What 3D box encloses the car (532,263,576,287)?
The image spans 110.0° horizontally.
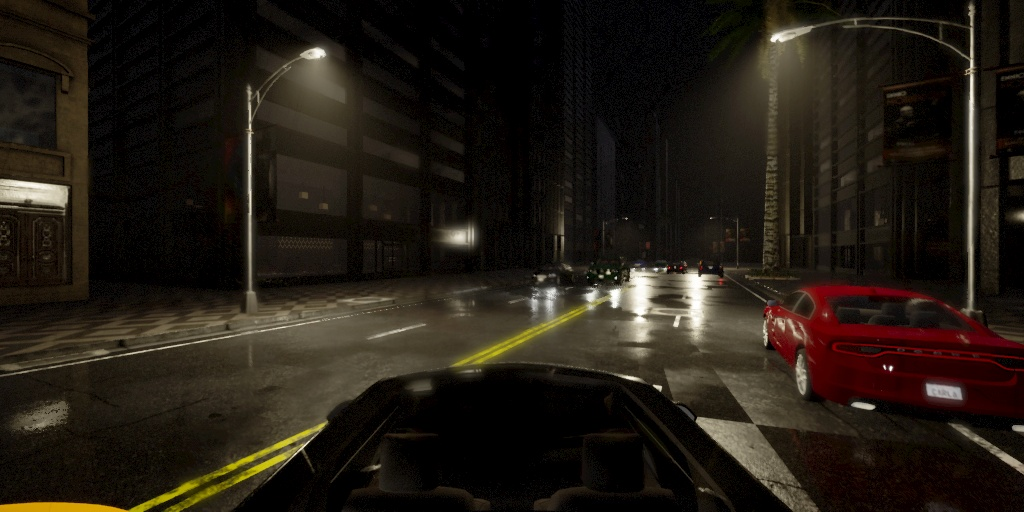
[{"bbox_3d":[2.980,1.246,24.928,2.128,1.511,4.902,0,0,27],"label":"car"}]

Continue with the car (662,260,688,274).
[{"bbox_3d":[18.647,1.315,40.733,2.033,1.411,5.357,0,0,27],"label":"car"}]

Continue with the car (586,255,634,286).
[{"bbox_3d":[7.020,0.978,25.674,2.150,2.045,5.566,0,0,27],"label":"car"}]

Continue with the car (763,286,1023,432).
[{"bbox_3d":[5.513,1.228,5.834,1.882,1.535,5.008,0,0,27],"label":"car"}]

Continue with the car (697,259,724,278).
[{"bbox_3d":[19.287,1.116,34.911,2.097,1.767,4.553,0,0,27],"label":"car"}]
